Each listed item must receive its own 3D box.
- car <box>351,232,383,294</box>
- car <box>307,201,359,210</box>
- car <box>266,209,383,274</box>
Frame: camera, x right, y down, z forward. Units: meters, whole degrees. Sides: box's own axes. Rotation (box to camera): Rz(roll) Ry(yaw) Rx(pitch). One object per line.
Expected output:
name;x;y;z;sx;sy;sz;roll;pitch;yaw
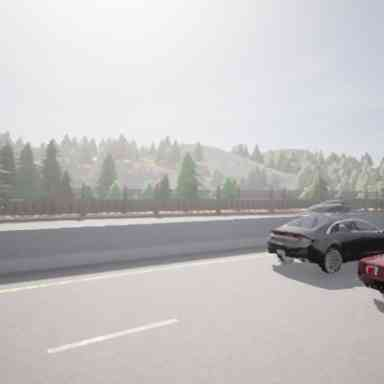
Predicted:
car;5.852;1.600;7.206;4.718;1.301;1.895;0;0;-30
car;8.181;1.489;20.282;4.892;1.490;1.837;0;0;-24
car;4.596;1.477;10.444;4.902;1.511;2.128;0;0;-29
